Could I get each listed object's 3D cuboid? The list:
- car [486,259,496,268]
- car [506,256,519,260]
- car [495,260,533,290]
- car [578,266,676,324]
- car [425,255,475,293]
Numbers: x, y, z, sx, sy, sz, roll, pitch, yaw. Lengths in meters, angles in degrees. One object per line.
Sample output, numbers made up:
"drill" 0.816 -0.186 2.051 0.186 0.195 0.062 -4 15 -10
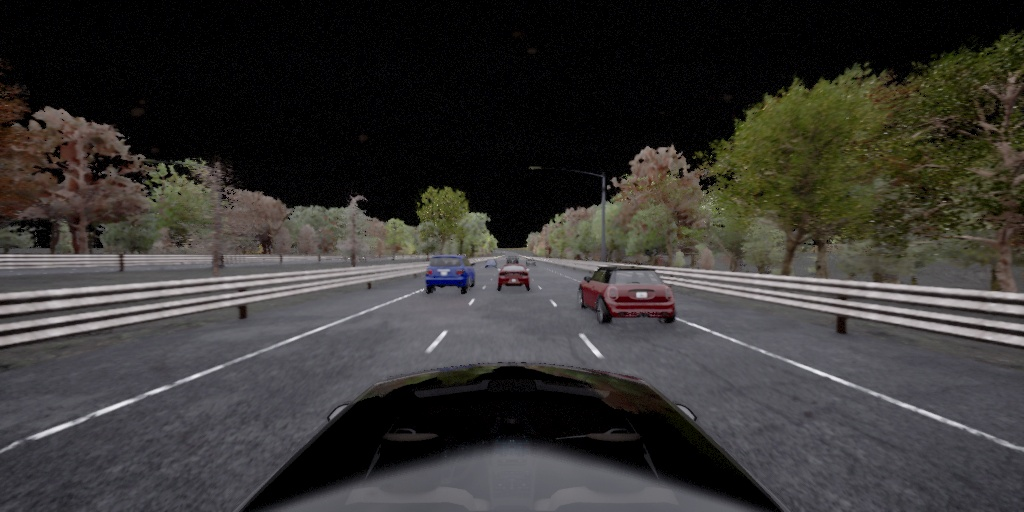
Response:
"car" -3.400 1.259 60.173 2.033 1.411 5.357 0 0 0
"car" 0.107 0.929 64.433 2.150 2.045 5.566 0 0 0
"car" 0.101 1.219 22.640 1.882 1.535 5.008 0 0 0
"car" 3.600 1.099 12.083 2.097 1.767 4.553 0 0 0
"car" -3.400 0.965 20.592 2.150 2.045 5.566 0 0 0
